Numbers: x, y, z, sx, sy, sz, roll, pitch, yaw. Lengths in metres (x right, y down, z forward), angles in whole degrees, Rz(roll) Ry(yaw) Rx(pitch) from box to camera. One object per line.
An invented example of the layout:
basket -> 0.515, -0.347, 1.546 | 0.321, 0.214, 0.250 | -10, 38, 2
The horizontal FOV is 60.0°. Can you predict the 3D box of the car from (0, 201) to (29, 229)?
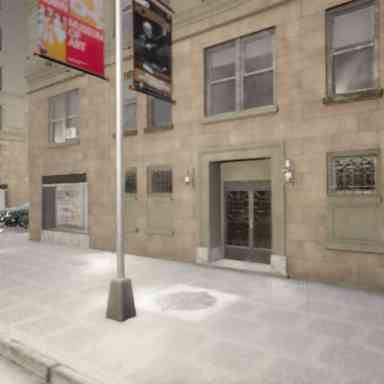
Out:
car -> -10.852, 1.424, 24.169 | 2.150, 2.045, 5.566 | -1, -1, 36
